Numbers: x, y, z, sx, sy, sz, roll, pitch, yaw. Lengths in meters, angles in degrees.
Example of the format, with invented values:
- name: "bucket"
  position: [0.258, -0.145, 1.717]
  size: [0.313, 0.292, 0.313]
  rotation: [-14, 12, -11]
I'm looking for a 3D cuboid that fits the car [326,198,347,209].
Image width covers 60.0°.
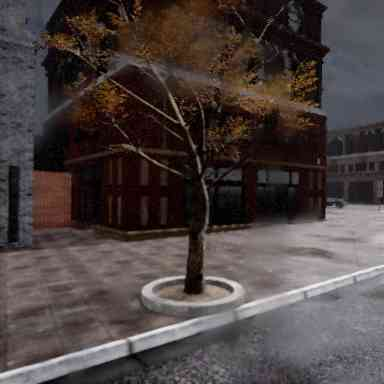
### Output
- name: "car"
  position: [18.287, 1.441, 44.058]
  size: [2.008, 1.369, 4.403]
  rotation: [1, 0, -29]
